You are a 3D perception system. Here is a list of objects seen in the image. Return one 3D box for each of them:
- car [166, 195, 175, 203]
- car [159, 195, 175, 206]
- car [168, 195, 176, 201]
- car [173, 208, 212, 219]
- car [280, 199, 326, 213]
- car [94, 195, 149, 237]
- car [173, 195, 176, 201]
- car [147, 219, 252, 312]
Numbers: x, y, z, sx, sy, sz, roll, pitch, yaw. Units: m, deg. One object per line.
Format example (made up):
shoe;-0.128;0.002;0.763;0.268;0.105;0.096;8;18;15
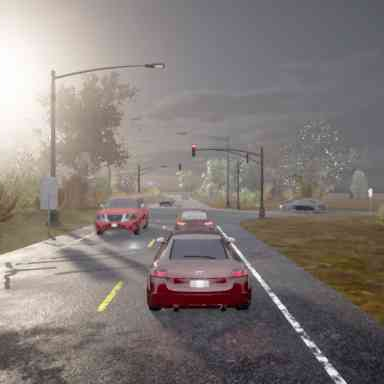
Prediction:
car;-4.607;1.482;72.715;1.882;1.535;5.008;0;0;-2
car;-4.158;1.603;53.151;1.895;1.301;4.718;0;0;-1
car;-4.969;1.484;83.162;1.882;1.535;5.008;0;0;-2
car;0.061;1.526;16.544;1.812;1.442;4.674;0;0;-2
car;12.221;1.501;36.836;4.902;1.511;2.128;0;0;-3
car;-3.729;1.223;18.563;2.150;2.045;5.566;0;0;-1
car;-4.366;1.567;62.340;1.994;1.385;4.181;0;0;-1
car;0.099;1.564;7.784;1.994;1.385;4.181;0;0;-1
